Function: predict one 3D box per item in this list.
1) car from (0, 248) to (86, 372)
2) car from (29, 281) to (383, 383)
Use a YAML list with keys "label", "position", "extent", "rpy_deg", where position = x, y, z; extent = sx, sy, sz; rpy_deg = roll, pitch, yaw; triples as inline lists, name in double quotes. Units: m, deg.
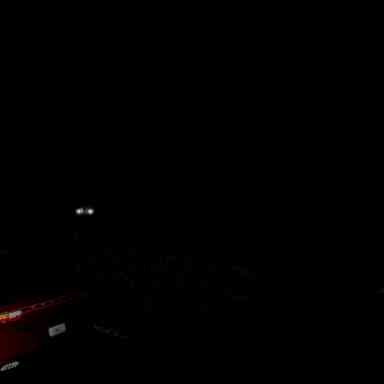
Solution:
- label: "car"
  position: [-3.501, 1.614, 5.464]
  extent: [4.507, 1.381, 1.887]
  rpy_deg: [-1, -1, 35]
- label: "car"
  position: [1.059, 1.549, 2.211]
  extent: [4.507, 1.381, 1.887]
  rpy_deg: [-1, -1, 35]
